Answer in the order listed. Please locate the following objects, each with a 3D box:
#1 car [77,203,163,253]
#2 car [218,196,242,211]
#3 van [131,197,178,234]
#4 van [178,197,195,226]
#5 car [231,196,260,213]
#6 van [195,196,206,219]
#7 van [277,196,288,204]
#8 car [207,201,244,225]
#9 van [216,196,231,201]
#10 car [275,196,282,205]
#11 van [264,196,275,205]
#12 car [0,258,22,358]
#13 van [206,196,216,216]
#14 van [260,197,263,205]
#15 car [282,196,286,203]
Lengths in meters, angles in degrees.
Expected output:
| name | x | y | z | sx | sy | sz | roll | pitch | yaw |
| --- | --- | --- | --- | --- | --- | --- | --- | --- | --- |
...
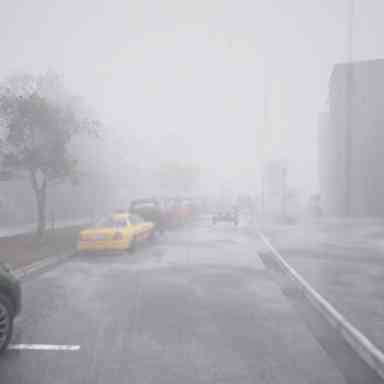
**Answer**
| name | x | y | z | sx | sy | sz | roll | pitch | yaw |
| --- | --- | --- | --- | --- | --- | --- | --- | --- | --- |
| car | -2.876 | 1.519 | 13.837 | 1.946 | 1.575 | 5.366 | -2 | 0 | 7 |
| car | 5.989 | 1.682 | 51.680 | 2.435 | 2.045 | 5.566 | -2 | 0 | 18 |
| van | -2.227 | 1.333 | 19.317 | 1.878 | 1.987 | 4.442 | -2 | 0 | 6 |
| van | -1.340 | 1.377 | 24.841 | 1.878 | 1.987 | 4.442 | -2 | 0 | 11 |
| car | 6.875 | 1.512 | 42.280 | 2.150 | 2.045 | 5.566 | -1 | -1 | 17 |
| van | -0.263 | 1.430 | 30.327 | 1.878 | 1.987 | 4.442 | -2 | 0 | 11 |
| van | 24.957 | 2.202 | 91.881 | 1.878 | 1.987 | 4.442 | -1 | -1 | 29 |
| car | 2.667 | 1.658 | 25.369 | 2.033 | 1.411 | 5.357 | 0 | -1 | 10 |
| van | 4.150 | 1.632 | 46.494 | 1.878 | 1.987 | 4.442 | -2 | 0 | 17 |
| car | 19.891 | 2.327 | 81.894 | 2.163 | 1.488 | 4.792 | -2 | 0 | 25 |
| van | 16.944 | 2.008 | 76.090 | 1.878 | 1.987 | 4.442 | -2 | 0 | 24 |
| car | -3.633 | 1.227 | 2.524 | 2.435 | 2.045 | 5.566 | -2 | 0 | 1 |
| van | 0.990 | 1.490 | 35.765 | 1.878 | 1.987 | 4.442 | -2 | 0 | 12 |
| van | 12.580 | 1.905 | 67.146 | 1.878 | 1.987 | 4.442 | -2 | 0 | 25 |
| car | 22.383 | 2.351 | 86.809 | 2.231 | 1.521 | 4.892 | -2 | 0 | 25 |
